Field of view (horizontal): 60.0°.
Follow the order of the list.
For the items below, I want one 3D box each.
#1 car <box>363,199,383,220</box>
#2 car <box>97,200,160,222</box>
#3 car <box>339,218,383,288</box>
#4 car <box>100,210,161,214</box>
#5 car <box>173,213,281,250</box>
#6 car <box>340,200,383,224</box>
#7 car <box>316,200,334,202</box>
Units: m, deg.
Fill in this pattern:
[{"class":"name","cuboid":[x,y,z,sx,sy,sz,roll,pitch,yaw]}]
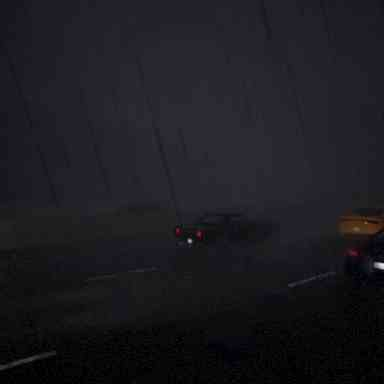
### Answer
[{"class":"car","cuboid":[15.225,1.341,26.018,4.181,1.385,1.994,-1,0,-44]},{"class":"car","cuboid":[-5.067,1.458,26.802,4.674,1.442,1.812,-1,0,-40]},{"class":"car","cuboid":[5.530,1.489,8.130,4.181,1.385,1.994,-1,0,-38]},{"class":"car","cuboid":[-3.889,1.502,23.267,4.181,1.385,1.994,-1,0,-39]},{"class":"car","cuboid":[1.646,1.533,13.951,4.718,1.301,1.895,-1,0,-39]},{"class":"car","cuboid":[8.617,1.350,15.207,5.008,1.535,1.882,-1,0,-40]},{"class":"car","cuboid":[22.003,1.084,54.947,1.882,1.535,5.008,0,0,38]}]
